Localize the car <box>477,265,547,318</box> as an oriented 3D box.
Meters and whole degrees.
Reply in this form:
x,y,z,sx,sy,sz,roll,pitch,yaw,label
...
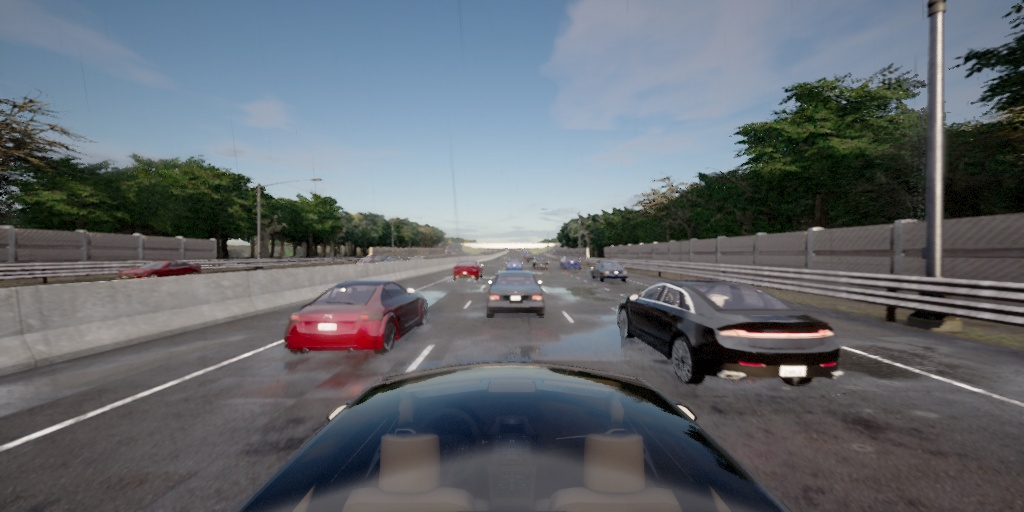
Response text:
x,y,z,sx,sy,sz,roll,pitch,yaw,label
0.119,1.213,12.574,2.033,1.411,5.357,0,0,0,car

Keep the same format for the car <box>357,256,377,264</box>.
x,y,z,sx,sy,sz,roll,pitch,yaw,label
-20.780,0.943,51.923,1.812,1.442,4.674,0,0,1,car

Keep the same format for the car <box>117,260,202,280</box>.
x,y,z,sx,sy,sz,roll,pitch,yaw,label
-24.390,1.054,25.045,1.882,1.535,5.008,0,1,-1,car

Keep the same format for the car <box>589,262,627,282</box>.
x,y,z,sx,sy,sz,roll,pitch,yaw,label
7.022,1.119,26.379,2.033,1.411,5.357,0,0,2,car

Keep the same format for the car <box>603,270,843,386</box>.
x,y,z,sx,sy,sz,roll,pitch,yaw,label
3.505,1.201,6.888,2.128,1.511,4.902,0,0,0,car

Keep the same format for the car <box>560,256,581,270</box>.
x,y,z,sx,sy,sz,roll,pitch,yaw,label
7.302,0.811,45.360,2.097,1.767,4.553,0,0,1,car

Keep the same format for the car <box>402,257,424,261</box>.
x,y,z,sx,sy,sz,roll,pitch,yaw,label
-13.789,0.898,51.702,1.882,1.535,5.008,0,0,1,car

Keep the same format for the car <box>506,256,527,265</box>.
x,y,z,sx,sy,sz,roll,pitch,yaw,label
0.265,1.038,39.717,2.033,1.411,5.357,0,0,0,car

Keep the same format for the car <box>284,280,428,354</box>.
x,y,z,sx,sy,sz,roll,pitch,yaw,label
-3.390,1.259,8.604,1.994,1.385,4.181,0,0,0,car

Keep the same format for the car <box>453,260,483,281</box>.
x,y,z,sx,sy,sz,roll,pitch,yaw,label
-3.317,1.038,27.858,1.882,1.535,5.008,0,0,0,car

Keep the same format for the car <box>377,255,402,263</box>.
x,y,z,sx,sy,sz,roll,pitch,yaw,label
-17.278,0.907,52.377,2.128,1.511,4.902,0,0,1,car

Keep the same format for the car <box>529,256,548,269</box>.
x,y,z,sx,sy,sz,roll,pitch,yaw,label
3.736,0.938,47.677,2.128,1.511,4.902,0,0,1,car
